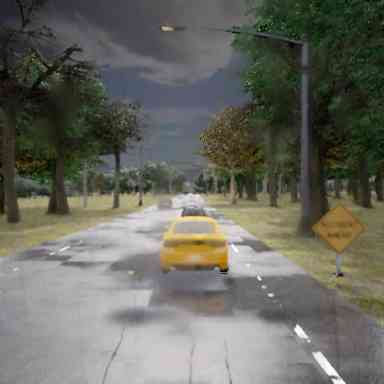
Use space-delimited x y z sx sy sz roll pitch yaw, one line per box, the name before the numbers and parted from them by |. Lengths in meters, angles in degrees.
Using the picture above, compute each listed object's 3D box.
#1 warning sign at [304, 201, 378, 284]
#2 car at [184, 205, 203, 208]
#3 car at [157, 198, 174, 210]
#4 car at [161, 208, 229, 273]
warning sign | 3.558 1.162 8.070 1.300 1.860 1.060 0 0 0
car | 0.119 1.733 28.392 1.895 1.301 4.718 0 0 0
car | -3.531 1.656 44.844 1.837 1.490 4.892 0 1 0
car | 0.083 1.539 10.991 1.882 1.535 5.008 0 0 0
